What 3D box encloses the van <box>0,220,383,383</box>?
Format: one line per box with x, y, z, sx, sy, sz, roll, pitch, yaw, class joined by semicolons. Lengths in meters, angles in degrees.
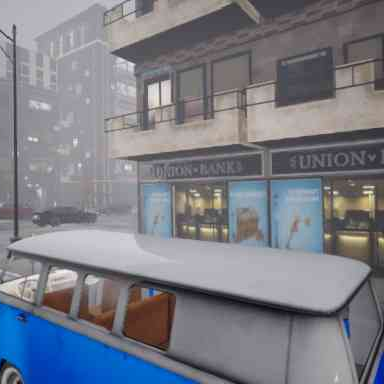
-0.367;1.341;3.123;3.998;1.788;1.690;0;-1;36;van

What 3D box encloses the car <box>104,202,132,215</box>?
-8.517;1.793;36.351;1.947;1.339;4.313;-2;-1;36;car

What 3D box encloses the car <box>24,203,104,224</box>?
-8.452;1.580;22.300;1.947;1.339;4.313;-2;-1;36;car

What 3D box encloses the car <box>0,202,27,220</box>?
-15.201;1.604;27.271;1.967;1.590;4.097;-2;-1;36;car
